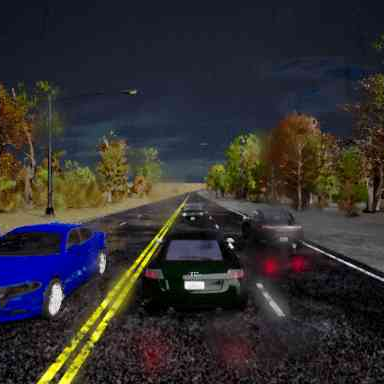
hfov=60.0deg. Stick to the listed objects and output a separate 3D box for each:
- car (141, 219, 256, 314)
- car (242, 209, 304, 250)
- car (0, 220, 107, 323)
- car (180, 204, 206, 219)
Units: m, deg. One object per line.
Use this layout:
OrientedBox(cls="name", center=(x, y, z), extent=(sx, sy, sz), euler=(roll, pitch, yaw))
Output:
OrientedBox(cls="car", center=(0.057, 1.562, 7.686), extent=(1.994, 1.385, 4.181), euler=(0, 0, 0))
OrientedBox(cls="car", center=(3.324, 1.487, 14.362), extent=(2.128, 1.511, 4.902), euler=(0, 0, 1))
OrientedBox(cls="car", center=(-3.351, 1.475, 7.527), extent=(1.882, 1.535, 5.008), euler=(0, 0, 0))
OrientedBox(cls="car", center=(0.058, 1.568, 25.981), extent=(1.895, 1.301, 4.718), euler=(-2, 1, 0))
